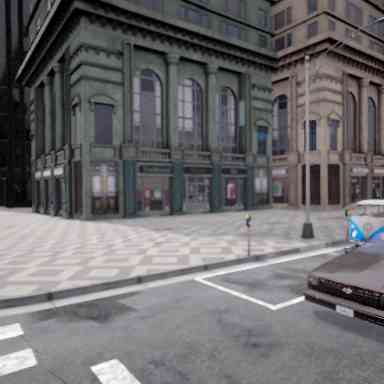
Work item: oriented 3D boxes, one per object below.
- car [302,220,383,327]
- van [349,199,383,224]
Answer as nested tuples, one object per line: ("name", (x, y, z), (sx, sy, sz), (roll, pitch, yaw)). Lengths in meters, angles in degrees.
("car", (4.610, 1.431, 6.630), (5.357, 1.411, 2.033), (-1, 1, -33))
("van", (7.261, 1.136, 11.875), (3.998, 1.788, 1.690), (-1, 1, -36))
